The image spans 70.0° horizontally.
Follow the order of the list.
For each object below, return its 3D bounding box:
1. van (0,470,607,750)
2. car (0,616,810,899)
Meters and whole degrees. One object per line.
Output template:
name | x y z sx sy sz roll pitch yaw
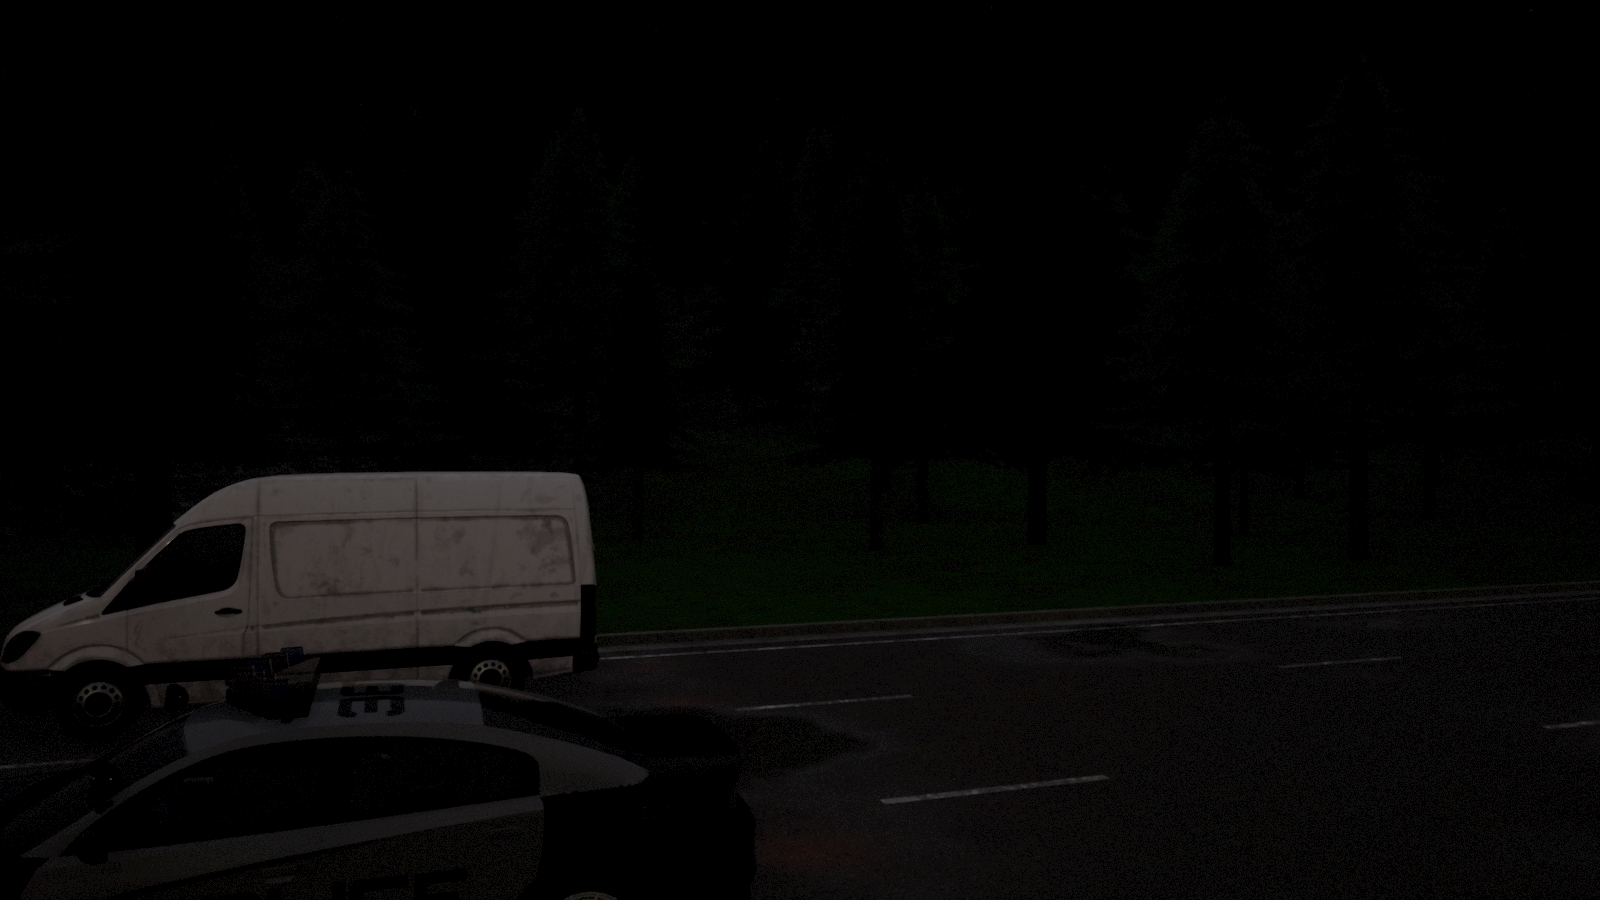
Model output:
van | -5.250 1.534 12.548 5.915 2.561 1.988 0 0 -19
car | -2.766 1.982 6.136 5.238 1.638 2.097 0 0 -20
